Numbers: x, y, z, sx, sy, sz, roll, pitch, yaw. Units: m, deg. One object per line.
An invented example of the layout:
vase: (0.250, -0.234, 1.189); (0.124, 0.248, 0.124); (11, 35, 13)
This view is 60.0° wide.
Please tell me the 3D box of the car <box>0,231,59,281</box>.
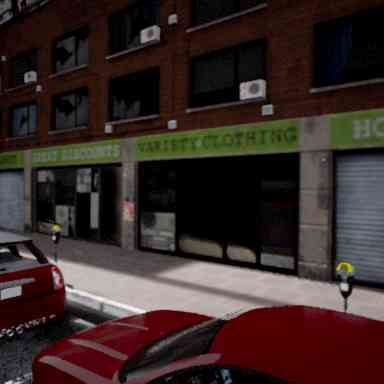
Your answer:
car: (-3.985, 1.333, 5.561); (4.097, 1.590, 1.967); (1, 0, 35)

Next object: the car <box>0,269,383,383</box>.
car: (0.649, 1.533, 2.263); (4.507, 1.381, 1.887); (1, 0, 35)
